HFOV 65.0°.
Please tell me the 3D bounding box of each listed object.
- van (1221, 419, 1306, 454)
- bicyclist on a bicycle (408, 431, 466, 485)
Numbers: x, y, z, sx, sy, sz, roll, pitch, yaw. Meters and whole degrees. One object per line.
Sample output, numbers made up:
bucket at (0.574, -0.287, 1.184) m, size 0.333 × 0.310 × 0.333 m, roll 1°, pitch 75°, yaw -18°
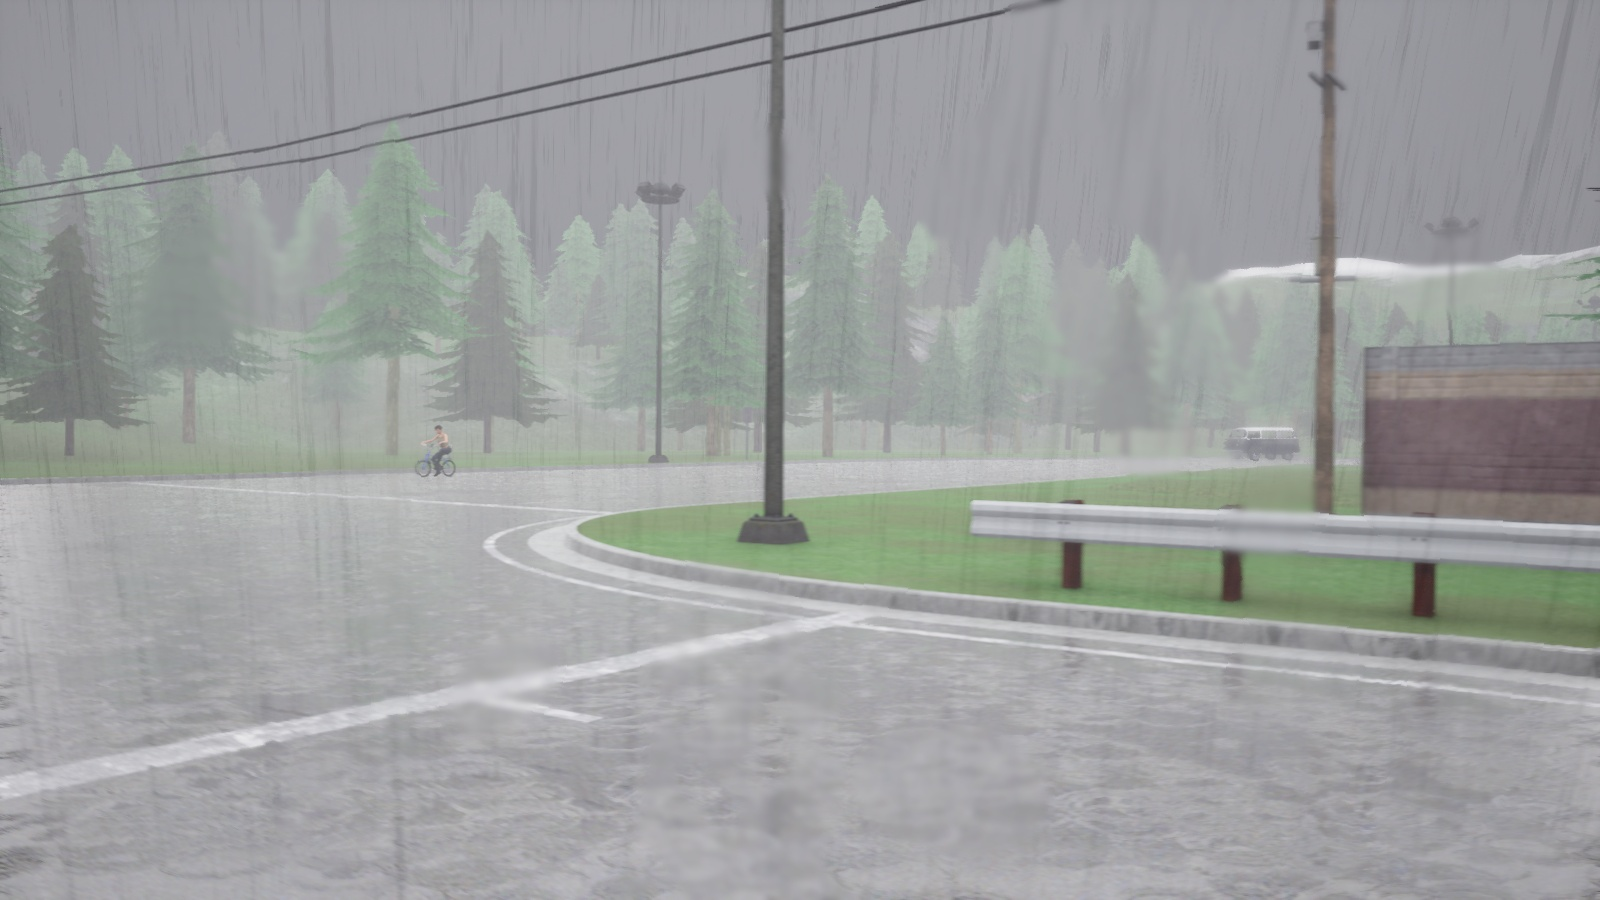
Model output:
van at (27.933, -0.832, 75.736) m, size 4.480 × 2.038 × 2.069 m, roll -1°, pitch 1°, yaw -19°
bicyclist on a bicycle at (-11.217, 0.239, 38.850) m, size 0.866 × 1.612 × 1.509 m, roll 0°, pitch 1°, yaw 34°
